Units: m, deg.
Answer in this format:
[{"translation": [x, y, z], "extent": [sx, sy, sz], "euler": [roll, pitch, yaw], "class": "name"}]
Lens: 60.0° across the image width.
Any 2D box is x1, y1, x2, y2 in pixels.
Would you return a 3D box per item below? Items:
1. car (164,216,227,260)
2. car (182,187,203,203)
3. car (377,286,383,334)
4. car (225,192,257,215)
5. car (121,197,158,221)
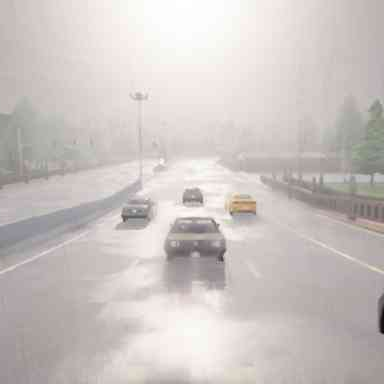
[{"translation": [0.102, 1.520, 12.066], "extent": [1.895, 1.301, 4.718], "euler": [0, 1, 0], "class": "car"}, {"translation": [0.066, 0.171, 32.140], "extent": [1.994, 1.385, 4.181], "euler": [0, 6, 0], "class": "car"}, {"translation": [3.600, 1.485, 2.878], "extent": [2.128, 1.511, 4.902], "euler": [0, 0, 0], "class": "car"}, {"translation": [3.595, 0.748, 24.957], "extent": [1.882, 1.535, 5.008], "euler": [0, 4, 0], "class": "car"}, {"translation": [-3.398, 1.022, 22.134], "extent": [2.033, 1.411, 5.357], "euler": [0, 4, 0], "class": "car"}]
